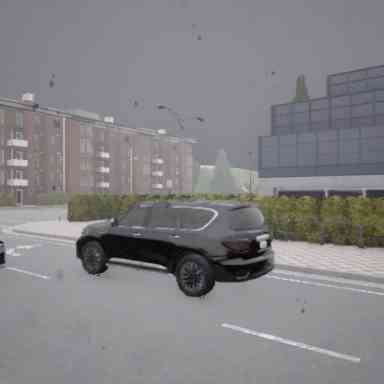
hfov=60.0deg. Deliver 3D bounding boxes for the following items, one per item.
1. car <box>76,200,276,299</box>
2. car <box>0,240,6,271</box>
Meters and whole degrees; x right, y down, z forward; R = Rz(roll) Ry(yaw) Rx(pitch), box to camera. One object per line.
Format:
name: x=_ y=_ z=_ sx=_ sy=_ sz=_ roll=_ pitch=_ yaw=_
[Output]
car: x=-0.638 y=1.222 z=8.736 sx=5.566 sy=2.045 sz=2.150 roll=0 pitch=0 yaw=35
car: x=-6.841 y=1.492 z=8.837 sx=4.902 sy=1.511 sz=2.128 roll=0 pitch=0 yaw=35
